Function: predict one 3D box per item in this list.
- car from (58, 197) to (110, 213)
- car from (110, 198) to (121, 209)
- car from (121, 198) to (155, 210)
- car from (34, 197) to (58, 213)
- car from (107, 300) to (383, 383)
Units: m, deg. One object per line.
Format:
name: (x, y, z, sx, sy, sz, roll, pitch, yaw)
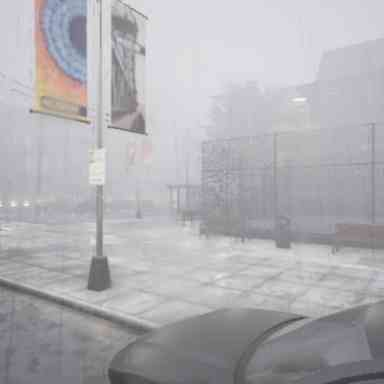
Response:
car: (-11.682, 1.344, 36.355, 2.097, 1.767, 4.553, 0, 0, 35)
car: (-9.821, 1.539, 45.111, 2.033, 1.411, 5.357, 0, 0, 35)
car: (-6.724, 1.556, 43.427, 1.994, 1.385, 4.181, 0, 0, 35)
car: (-15.257, 1.344, 37.355, 2.097, 1.767, 4.553, 0, 0, 35)
car: (1.571, 1.480, 2.012, 5.008, 1.535, 2.097, 0, 0, 35)
